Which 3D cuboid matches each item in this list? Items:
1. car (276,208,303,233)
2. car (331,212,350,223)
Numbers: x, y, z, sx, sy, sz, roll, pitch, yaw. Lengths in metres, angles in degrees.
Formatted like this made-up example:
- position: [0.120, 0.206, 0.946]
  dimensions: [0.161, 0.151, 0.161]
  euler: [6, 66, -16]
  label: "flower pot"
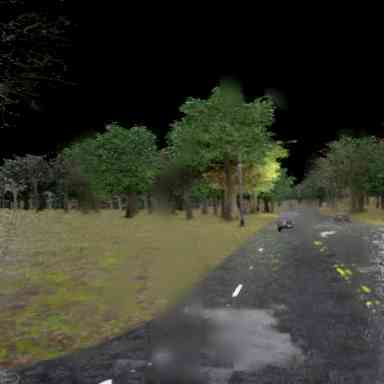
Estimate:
- position: [9.981, 3.017, 34.366]
  dimensions: [2.150, 2.045, 5.566]
  euler: [-3, -4, 16]
  label: "car"
- position: [20.454, 3.504, 45.796]
  dimensions: [1.837, 1.490, 4.892]
  euler: [-3, -3, 15]
  label: "car"
